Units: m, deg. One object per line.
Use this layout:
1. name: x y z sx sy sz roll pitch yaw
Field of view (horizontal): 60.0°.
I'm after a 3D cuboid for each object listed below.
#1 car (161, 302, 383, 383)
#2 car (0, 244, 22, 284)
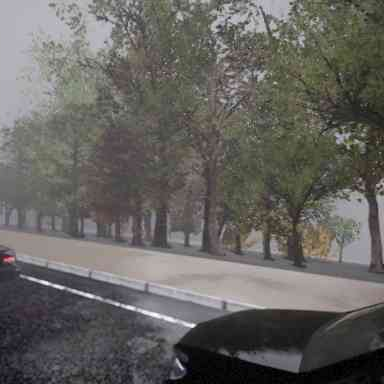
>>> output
1. car: 1.892 1.526 2.330 4.674 1.442 1.812 0 0 36
2. car: -6.332 1.531 8.255 5.357 1.411 2.033 0 0 36
